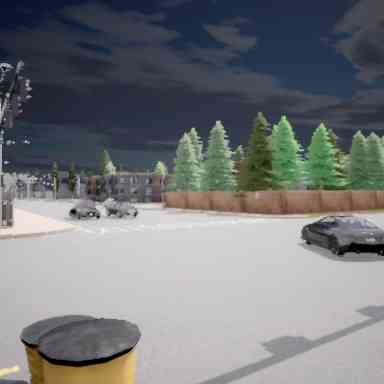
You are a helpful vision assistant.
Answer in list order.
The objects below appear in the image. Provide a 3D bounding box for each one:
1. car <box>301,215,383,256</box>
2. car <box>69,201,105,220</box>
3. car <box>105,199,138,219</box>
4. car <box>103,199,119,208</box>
[{"bbox_3d":[5.997,1.625,13.380,1.994,1.385,4.181,0,0,-3],"label":"car"},{"bbox_3d":[-9.813,1.775,30.404,1.994,1.385,4.181,0,0,-34],"label":"car"},{"bbox_3d":[-6.832,1.704,32.243,2.128,1.511,4.902,0,0,-33],"label":"car"},{"bbox_3d":[-13.523,1.896,55.746,1.812,1.442,4.674,0,0,-4],"label":"car"}]
